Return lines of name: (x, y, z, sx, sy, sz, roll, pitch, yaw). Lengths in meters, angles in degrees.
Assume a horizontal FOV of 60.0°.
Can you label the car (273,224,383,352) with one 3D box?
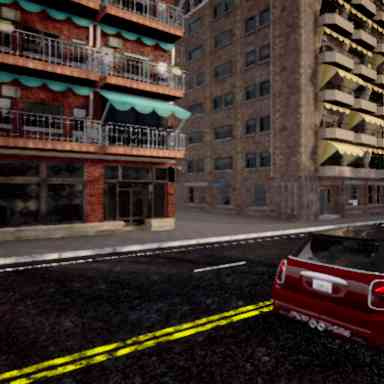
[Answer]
car: (3.609, 1.389, 6.081, 4.553, 1.767, 2.097, 0, 0, -36)
